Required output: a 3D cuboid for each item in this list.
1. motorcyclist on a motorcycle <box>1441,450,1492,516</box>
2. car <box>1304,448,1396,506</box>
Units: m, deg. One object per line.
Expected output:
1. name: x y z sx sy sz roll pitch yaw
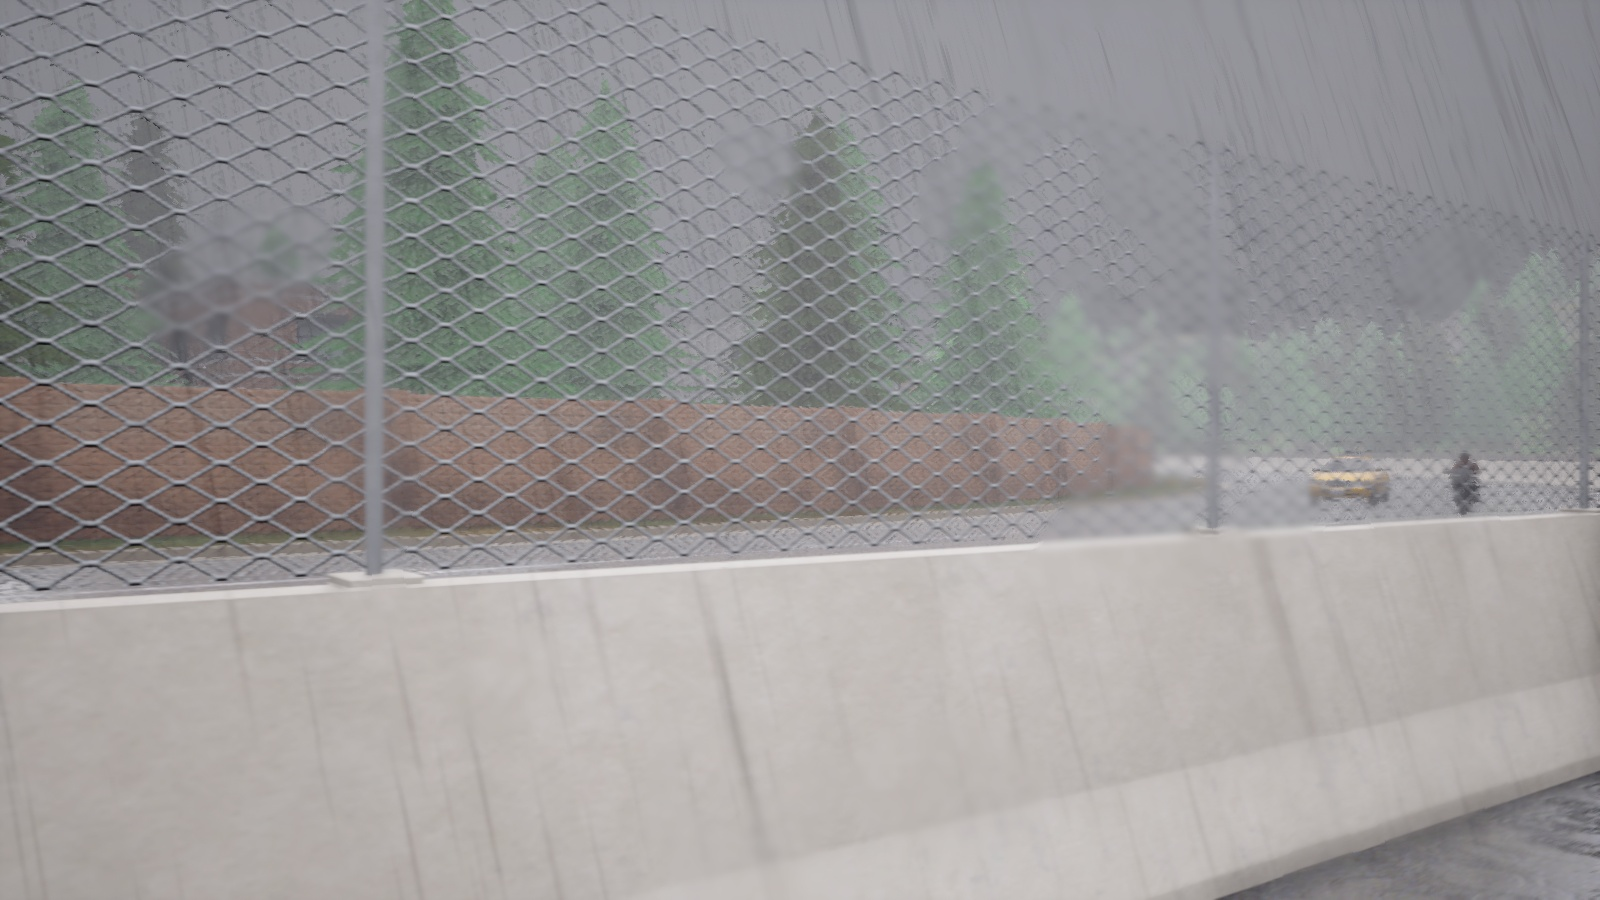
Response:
1. motorcyclist on a motorcycle: 15.959 0.773 30.041 0.797 1.523 2.044 -2 -1 35
2. car: 16.301 0.749 37.083 1.801 1.575 5.366 0 0 31
